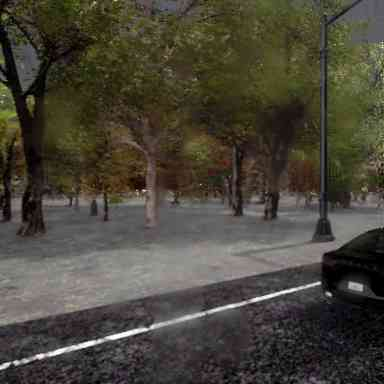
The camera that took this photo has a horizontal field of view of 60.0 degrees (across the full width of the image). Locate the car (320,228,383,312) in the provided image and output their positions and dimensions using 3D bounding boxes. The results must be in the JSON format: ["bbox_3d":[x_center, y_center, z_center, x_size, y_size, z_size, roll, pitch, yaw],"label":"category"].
[{"bbox_3d":[4.857,1.500,7.210,5.008,1.535,1.882,0,0,-35],"label":"car"}]
